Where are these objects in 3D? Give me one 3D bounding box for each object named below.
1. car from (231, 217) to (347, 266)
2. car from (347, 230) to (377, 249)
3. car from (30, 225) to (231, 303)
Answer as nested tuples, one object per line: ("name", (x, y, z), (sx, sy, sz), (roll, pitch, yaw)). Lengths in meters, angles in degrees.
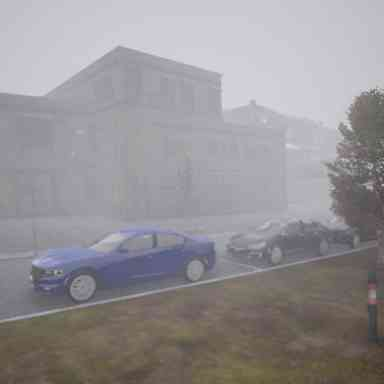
("car", (3.481, 1.726, 12.782), (4.892, 1.521, 2.231), (1, 0, -37))
("car", (7.912, 1.757, 16.383), (5.008, 1.535, 2.097), (1, 0, -39))
("car", (-1.605, 1.705, 9.018), (5.008, 1.535, 2.097), (1, 0, -35))
